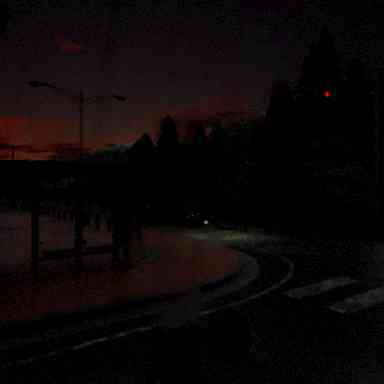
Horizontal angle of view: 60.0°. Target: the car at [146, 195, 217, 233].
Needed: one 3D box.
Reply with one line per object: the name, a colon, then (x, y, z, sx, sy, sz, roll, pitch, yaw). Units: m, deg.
car: (-0.808, 1.255, 20.438, 2.150, 2.045, 5.566, 0, 1, -35)
